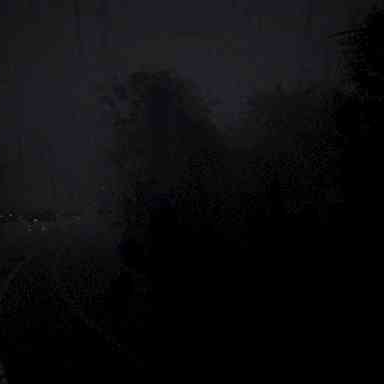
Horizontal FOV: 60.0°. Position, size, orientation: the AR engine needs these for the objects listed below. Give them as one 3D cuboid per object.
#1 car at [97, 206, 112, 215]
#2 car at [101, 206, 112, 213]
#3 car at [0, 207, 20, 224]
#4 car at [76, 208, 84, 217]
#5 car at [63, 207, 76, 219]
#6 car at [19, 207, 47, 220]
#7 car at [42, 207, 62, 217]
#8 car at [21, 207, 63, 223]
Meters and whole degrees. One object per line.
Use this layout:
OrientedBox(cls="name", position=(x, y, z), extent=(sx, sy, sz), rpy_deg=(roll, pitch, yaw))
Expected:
OrientedBox(cls="car", position=(-16.700, 3.622, 62.655), extent=(1.994, 1.385, 4.181), rpy_deg=(1, -2, -11))
OrientedBox(cls="car", position=(-18.543, 3.828, 72.351), extent=(1.994, 1.385, 4.181), rpy_deg=(1, -2, -11))
OrientedBox(cls="car", position=(-18.248, 2.190, 32.043), extent=(1.882, 1.535, 5.008), rpy_deg=(0, -3, -10))
OrientedBox(cls="car", position=(-18.330, 3.205, 52.291), extent=(1.895, 1.301, 4.718), rpy_deg=(0, -3, -10))
OrientedBox(cls="car", position=(-16.528, 2.695, 42.393), extent=(1.812, 1.442, 4.674), rpy_deg=(0, -3, -10))
OrientedBox(cls="car", position=(-20.027, 2.630, 42.080), extent=(1.882, 1.535, 5.008), rpy_deg=(0, -3, -10))
OrientedBox(cls="car", position=(-21.844, 3.069, 52.058), extent=(1.882, 1.535, 5.008), rpy_deg=(0, -3, -10))
OrientedBox(cls="car", position=(-14.932, 2.323, 33.429), extent=(2.033, 1.411, 5.357), rpy_deg=(0, -3, -10))
